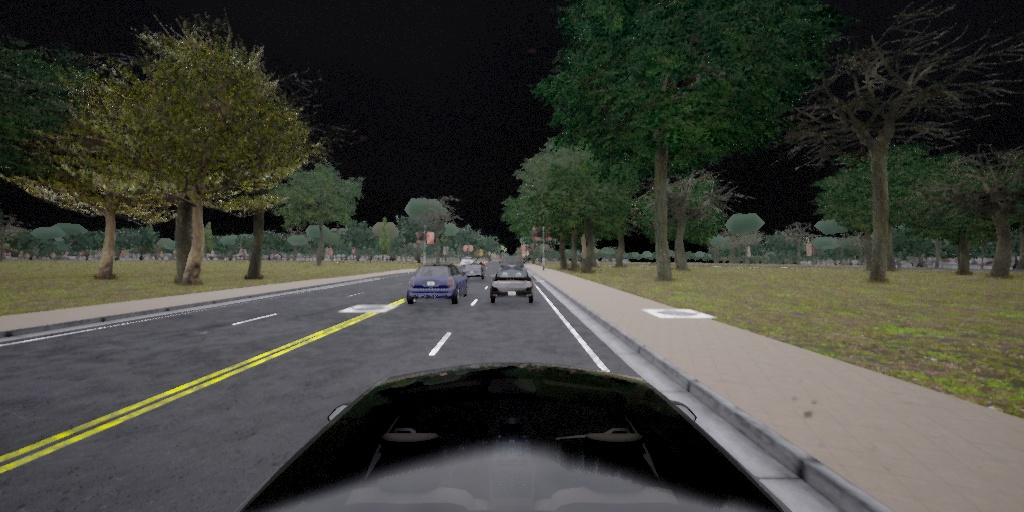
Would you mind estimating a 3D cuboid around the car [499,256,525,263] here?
[{"bbox_3d":[0.000,1.048,31.534,2.150,2.045,5.566,0,0,0],"label":"car"}]

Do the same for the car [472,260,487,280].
[{"bbox_3d":[-3.250,1.353,31.502,2.033,1.411,5.357,0,0,0],"label":"car"}]

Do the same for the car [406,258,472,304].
[{"bbox_3d":[-3.249,1.125,16.471,2.097,1.767,4.553,0,0,0],"label":"car"}]

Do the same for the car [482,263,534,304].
[{"bbox_3d":[0.000,1.254,16.501,2.128,1.511,4.902,0,0,0],"label":"car"}]
